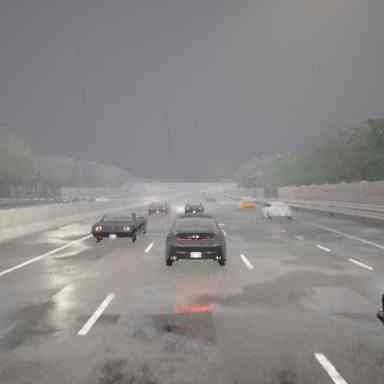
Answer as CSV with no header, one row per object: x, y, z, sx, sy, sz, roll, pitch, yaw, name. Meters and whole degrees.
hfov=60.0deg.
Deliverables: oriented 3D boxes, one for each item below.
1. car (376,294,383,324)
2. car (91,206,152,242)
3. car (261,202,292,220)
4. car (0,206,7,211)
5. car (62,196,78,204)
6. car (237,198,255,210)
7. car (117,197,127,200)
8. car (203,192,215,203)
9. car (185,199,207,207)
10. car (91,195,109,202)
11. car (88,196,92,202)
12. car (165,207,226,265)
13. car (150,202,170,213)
3.501,1.601,2.498,1.895,1.301,4.718,0,0,0,car
-3.369,1.608,16.447,1.895,1.301,4.718,0,0,0,car
7.073,1.552,28.032,1.812,1.442,4.674,0,0,1,car
-14.041,1.614,22.544,1.895,1.301,4.718,0,0,0,car
-24.054,1.630,65.662,2.128,1.511,4.902,0,0,1,car
7.291,1.544,44.873,1.882,1.535,5.008,0,0,1,car
-13.574,1.705,64.507,1.895,1.301,4.718,0,0,1,car
4.108,1.487,76.569,2.097,1.767,4.553,0,0,1,car
0.226,1.640,34.263,1.895,1.301,4.718,0,0,0,car
-17.091,1.628,63.413,1.812,1.442,4.674,0,0,1,car
-20.487,1.446,70.486,2.097,1.767,4.553,0,0,1,car
0.117,1.508,11.715,1.837,1.490,4.892,0,0,0,car
-3.275,1.639,34.198,1.895,1.301,4.718,0,0,0,car
